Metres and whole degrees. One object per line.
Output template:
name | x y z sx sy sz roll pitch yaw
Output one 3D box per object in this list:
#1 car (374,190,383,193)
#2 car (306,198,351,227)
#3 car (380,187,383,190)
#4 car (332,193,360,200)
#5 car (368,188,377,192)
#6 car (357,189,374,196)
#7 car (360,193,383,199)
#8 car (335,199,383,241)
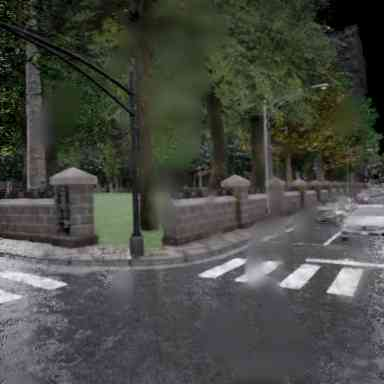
car | 22.669 0.804 38.585 2.033 1.411 5.357 -2 0 32
car | 8.178 1.271 20.291 2.008 1.369 4.403 -2 0 32
car | 30.971 0.284 57.168 2.192 1.841 5.009 -2 0 32
car | 11.024 1.068 24.901 1.967 1.590 4.097 -2 0 32
car | 22.421 0.570 43.340 2.192 1.841 5.009 -2 0 32
car | 19.575 0.790 38.730 1.967 1.590 4.097 -2 0 32
car | 13.406 1.062 23.668 1.837 1.490 4.892 -2 1 32
car | 7.852 1.262 14.697 1.812 1.442 4.674 -2 0 33
